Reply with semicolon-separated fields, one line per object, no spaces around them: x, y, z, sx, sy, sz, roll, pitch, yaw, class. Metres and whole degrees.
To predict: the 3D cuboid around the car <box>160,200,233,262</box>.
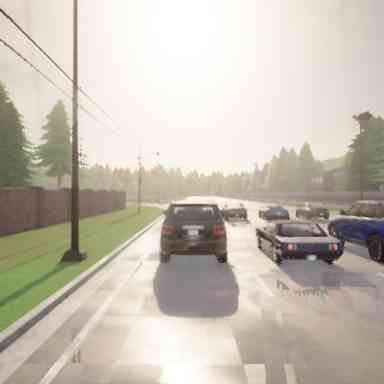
0.067;1.291;12.470;2.150;2.045;5.566;0;0;1;car

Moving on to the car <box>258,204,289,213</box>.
7.079;1.720;29.108;1.994;1.385;4.181;0;0;0;car

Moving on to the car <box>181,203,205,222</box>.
0.080;1.720;29.096;1.994;1.385;4.181;0;0;0;car

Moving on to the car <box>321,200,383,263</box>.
7.066;1.290;12.385;2.150;2.045;5.566;0;0;0;car

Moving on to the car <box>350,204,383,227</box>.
14.047;1.680;24.779;2.033;1.411;5.357;0;0;1;car

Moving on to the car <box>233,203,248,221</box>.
3.575;1.645;28.493;2.128;1.511;4.902;0;0;0;car

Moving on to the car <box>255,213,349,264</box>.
3.565;1.666;12.055;1.895;1.301;4.718;0;0;0;car

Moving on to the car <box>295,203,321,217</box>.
10.582;1.683;29.429;1.812;1.442;4.674;0;0;0;car
